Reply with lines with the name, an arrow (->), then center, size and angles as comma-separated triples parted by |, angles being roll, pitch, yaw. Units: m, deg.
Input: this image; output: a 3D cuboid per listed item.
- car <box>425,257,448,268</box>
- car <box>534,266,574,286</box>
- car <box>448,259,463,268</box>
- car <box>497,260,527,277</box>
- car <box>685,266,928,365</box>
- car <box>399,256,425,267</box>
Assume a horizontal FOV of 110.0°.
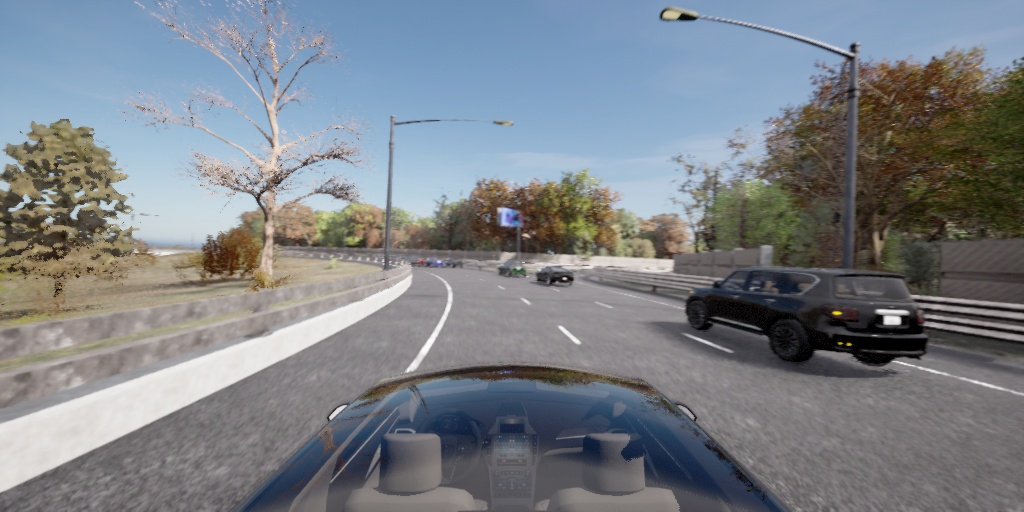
car -> -12.518, 0.960, 57.862 | 2.097, 1.767, 4.553 | 3, 0, -31
car -> 3.335, 1.550, 29.229 | 1.882, 1.535, 5.008 | 3, -1, -15
car -> -9.773, 1.236, 60.085 | 1.837, 1.490, 4.892 | 3, 0, -31
car -> -0.052, 1.342, 39.928 | 2.097, 1.767, 4.553 | 2, 0, -21
car -> 6.820, 1.294, 9.283 | 2.150, 2.045, 5.566 | 3, 0, -4
car -> -15.728, 0.976, 56.413 | 1.837, 1.490, 4.892 | 3, 0, -31
